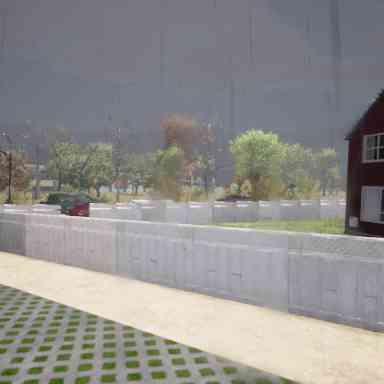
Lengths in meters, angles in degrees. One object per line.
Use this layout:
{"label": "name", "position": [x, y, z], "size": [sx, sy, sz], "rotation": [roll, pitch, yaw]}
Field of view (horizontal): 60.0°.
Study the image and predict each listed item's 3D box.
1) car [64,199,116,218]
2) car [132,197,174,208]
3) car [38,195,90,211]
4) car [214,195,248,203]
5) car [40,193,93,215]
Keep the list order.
{"label": "car", "position": [-7.538, 1.497, 26.621], "size": [4.674, 1.442, 1.812], "rotation": [-1, 2, -18]}
{"label": "car", "position": [-4.584, 1.192, 38.096], "size": [4.718, 1.301, 1.895], "rotation": [0, 2, -18]}
{"label": "car", "position": [-13.413, 1.138, 35.141], "size": [5.008, 1.535, 1.882], "rotation": [0, 2, -18]}
{"label": "car", "position": [4.954, 1.050, 41.277], "size": [4.674, 1.442, 1.812], "rotation": [0, 2, -18]}
{"label": "car", "position": [-9.935, 1.097, 29.235], "size": [5.566, 2.045, 2.150], "rotation": [-1, 2, -18]}
